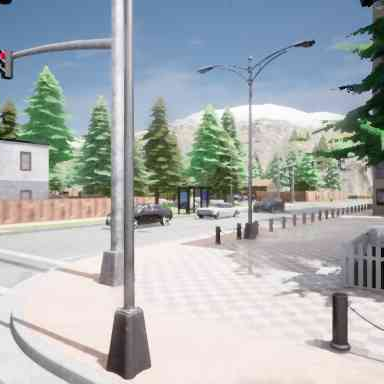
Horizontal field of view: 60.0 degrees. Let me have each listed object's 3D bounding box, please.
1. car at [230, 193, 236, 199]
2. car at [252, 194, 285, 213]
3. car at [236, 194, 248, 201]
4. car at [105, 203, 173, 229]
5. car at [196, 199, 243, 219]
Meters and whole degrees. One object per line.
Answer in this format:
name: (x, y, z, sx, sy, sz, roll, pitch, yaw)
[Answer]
car: (10.671, 1.146, 79.154, 1.905, 1.878, 3.866, 0, 0, 36)
car: (8.544, 1.337, 36.763, 2.097, 1.767, 4.553, 0, 0, 38)
car: (12.935, 1.144, 77.994, 1.932, 1.855, 4.605, 0, 0, 36)
car: (-3.267, 1.476, 21.264, 2.128, 1.511, 4.902, 0, 0, 37)
car: (2.353, 1.586, 28.654, 1.895, 1.301, 4.718, 0, 0, 37)
